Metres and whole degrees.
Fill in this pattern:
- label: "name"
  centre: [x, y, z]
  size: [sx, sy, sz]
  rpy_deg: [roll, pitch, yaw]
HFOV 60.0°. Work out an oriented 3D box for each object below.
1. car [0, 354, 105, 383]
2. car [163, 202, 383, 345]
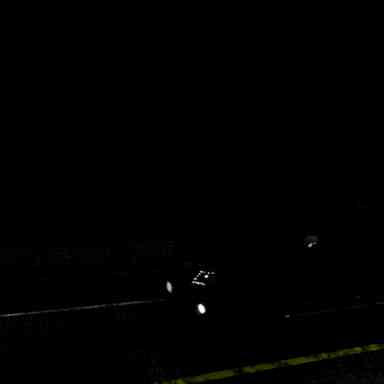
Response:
- label: "car"
  centre: [-2.694, 1.602, 1.454]
  size: [4.718, 1.301, 1.895]
  rpy_deg: [0, 0, -18]
- label: "car"
  centre: [2.264, 1.226, 6.378]
  size: [5.566, 2.045, 2.150]
  rpy_deg: [0, 0, -18]
